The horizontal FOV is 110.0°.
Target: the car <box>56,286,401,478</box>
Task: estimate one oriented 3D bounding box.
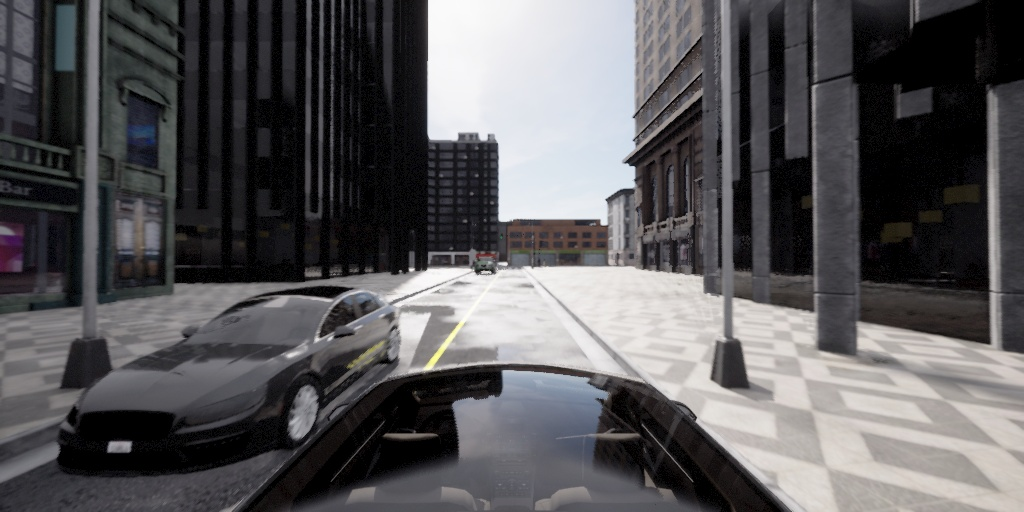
[{"bbox_3d":[-3.099,1.257,5.259,1.837,1.490,4.892,0,0,0],"label":"car"}]

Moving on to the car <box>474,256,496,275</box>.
[{"bbox_3d":[-3.093,1.067,41.961,2.150,2.045,5.566,0,0,0],"label":"car"}]

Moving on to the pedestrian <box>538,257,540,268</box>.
[{"bbox_3d":[4.641,1.078,61.594,0.375,1.860,0.375,0,-1,0],"label":"pedestrian"}]
